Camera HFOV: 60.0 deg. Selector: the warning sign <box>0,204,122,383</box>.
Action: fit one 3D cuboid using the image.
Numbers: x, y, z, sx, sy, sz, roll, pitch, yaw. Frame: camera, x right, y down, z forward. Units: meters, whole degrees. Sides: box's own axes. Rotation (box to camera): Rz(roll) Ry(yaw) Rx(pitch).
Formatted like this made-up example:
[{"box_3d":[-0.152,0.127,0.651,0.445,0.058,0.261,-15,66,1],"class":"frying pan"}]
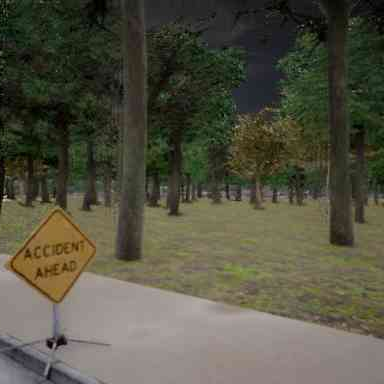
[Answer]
[{"box_3d":[-1.765,1.110,4.323,1.060,1.860,1.300,0,0,35],"class":"warning sign"}]
